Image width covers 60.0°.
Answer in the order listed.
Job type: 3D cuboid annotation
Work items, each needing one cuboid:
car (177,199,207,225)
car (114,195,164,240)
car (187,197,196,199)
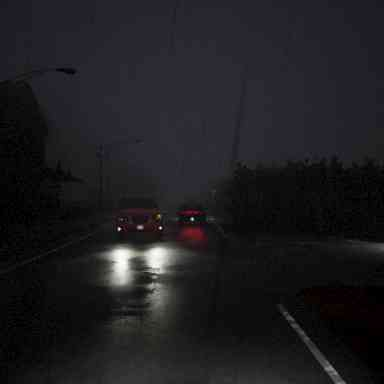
[{"bbox_3d":[0.014,1.484,23.674,1.837,1.490,4.892,0,0,0],"label":"car"},{"bbox_3d":[-2.830,1.206,17.408,2.150,2.045,5.566,0,0,-12],"label":"car"},{"bbox_3d":[-0.133,1.546,62.095,1.895,1.301,4.718,0,0,0],"label":"car"}]
